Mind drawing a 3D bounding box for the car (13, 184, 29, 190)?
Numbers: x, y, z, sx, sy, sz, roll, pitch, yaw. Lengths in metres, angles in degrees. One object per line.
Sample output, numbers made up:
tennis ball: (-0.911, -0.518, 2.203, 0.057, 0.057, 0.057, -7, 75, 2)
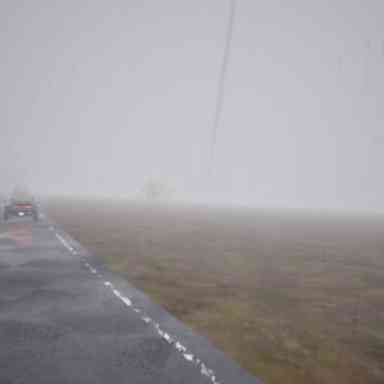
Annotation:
car: (-30.025, -0.296, 58.524, 2.150, 2.045, 5.566, 4, -1, -19)

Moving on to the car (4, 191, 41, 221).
car: (-10.968, 0.960, 21.489, 1.837, 1.490, 4.892, 4, 0, -27)
